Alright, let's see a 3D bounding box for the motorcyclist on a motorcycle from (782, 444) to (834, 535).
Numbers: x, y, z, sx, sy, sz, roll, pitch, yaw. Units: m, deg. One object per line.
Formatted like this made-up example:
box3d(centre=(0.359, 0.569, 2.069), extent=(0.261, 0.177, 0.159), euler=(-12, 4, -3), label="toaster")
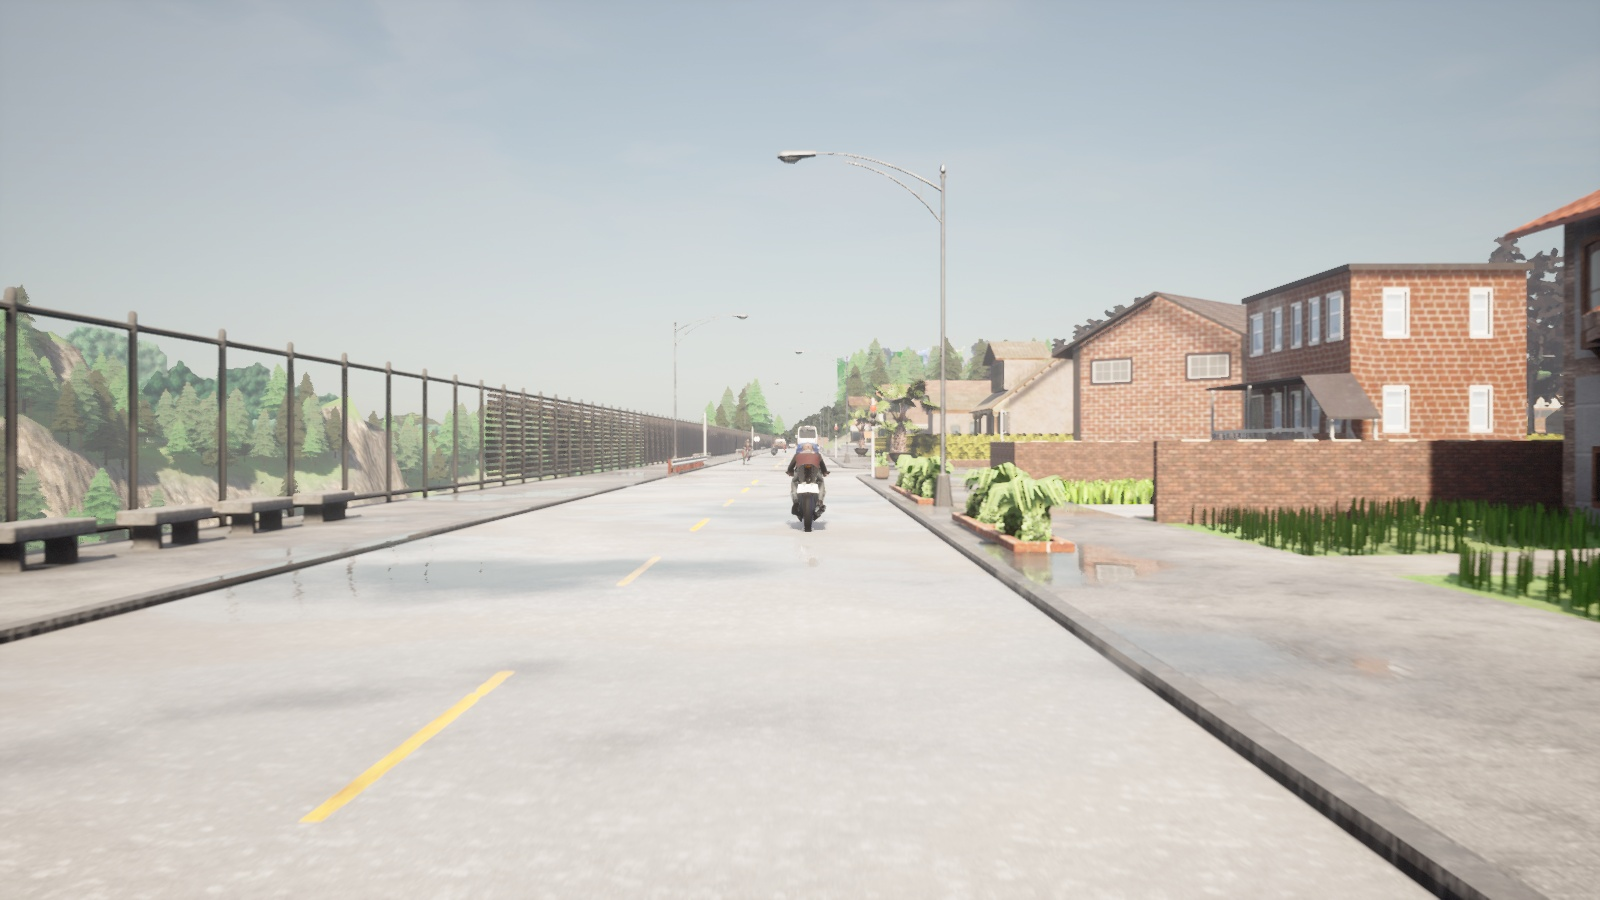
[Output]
box3d(centre=(0.139, 0.657, 22.090), extent=(0.866, 1.530, 2.191), euler=(0, 0, 0), label="motorcyclist on a motorcycle")
